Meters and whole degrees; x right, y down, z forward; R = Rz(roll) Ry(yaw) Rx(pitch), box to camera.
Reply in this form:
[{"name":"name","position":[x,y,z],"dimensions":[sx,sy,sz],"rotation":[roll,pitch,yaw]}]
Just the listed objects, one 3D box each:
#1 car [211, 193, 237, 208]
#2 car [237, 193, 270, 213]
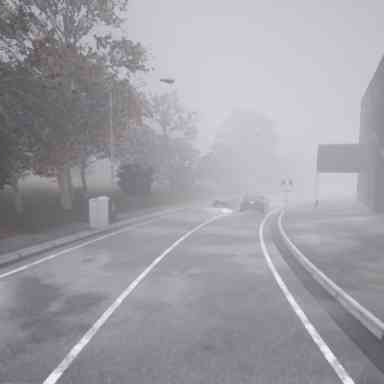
[{"name":"car","position":[3.708,0.850,35.399],"dimensions":[2.033,1.411,5.357],"rotation":[2,3,22]},{"name":"car","position":[5.884,0.895,30.663],"dimensions":[2.097,1.767,4.553],"rotation":[2,2,20]}]
